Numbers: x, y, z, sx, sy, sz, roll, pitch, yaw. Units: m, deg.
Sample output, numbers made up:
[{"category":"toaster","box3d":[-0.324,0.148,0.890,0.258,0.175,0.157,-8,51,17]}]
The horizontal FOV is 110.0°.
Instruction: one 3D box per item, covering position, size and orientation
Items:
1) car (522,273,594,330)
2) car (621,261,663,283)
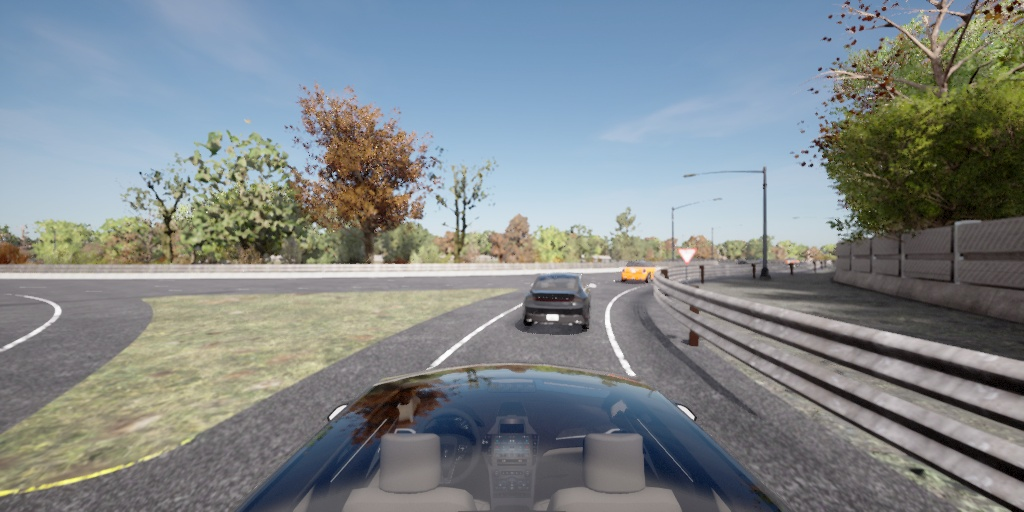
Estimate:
[{"category":"car","box3d":[1.572,1.291,11.423,1.837,1.490,4.892,0,0,13]},{"category":"car","box3d":[10.618,1.198,28.989,2.097,1.767,4.553,0,0,39]}]
